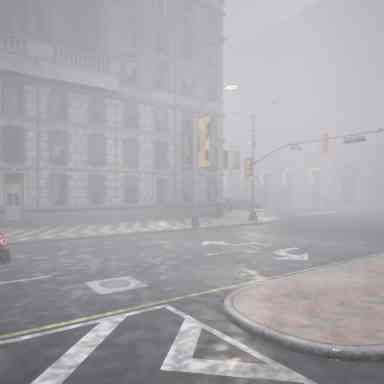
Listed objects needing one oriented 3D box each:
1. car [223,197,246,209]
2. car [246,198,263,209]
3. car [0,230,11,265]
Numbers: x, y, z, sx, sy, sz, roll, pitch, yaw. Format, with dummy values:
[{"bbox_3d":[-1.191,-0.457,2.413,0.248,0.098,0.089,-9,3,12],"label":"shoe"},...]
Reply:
[{"bbox_3d":[4.497,1.505,44.358,1.837,1.490,4.892,0,0,-36],"label":"car"},{"bbox_3d":[7.371,1.547,46.347,2.033,1.411,5.357,0,0,-36],"label":"car"},{"bbox_3d":[-7.329,1.352,8.599,4.553,1.767,2.097,0,0,-35],"label":"car"}]
